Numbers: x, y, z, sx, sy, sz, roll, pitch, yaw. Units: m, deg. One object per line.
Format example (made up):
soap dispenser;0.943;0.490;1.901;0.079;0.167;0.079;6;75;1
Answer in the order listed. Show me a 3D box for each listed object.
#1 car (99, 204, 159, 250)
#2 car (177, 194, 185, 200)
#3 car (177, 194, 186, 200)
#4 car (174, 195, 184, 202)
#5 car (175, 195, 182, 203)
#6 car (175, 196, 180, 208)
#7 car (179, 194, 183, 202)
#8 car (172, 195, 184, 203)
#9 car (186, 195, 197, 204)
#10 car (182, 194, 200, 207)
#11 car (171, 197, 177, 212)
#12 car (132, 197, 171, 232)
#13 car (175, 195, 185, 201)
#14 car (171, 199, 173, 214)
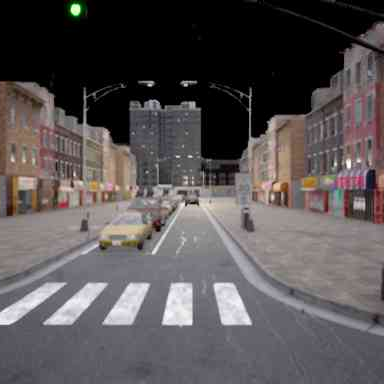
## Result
car;-2.640;1.461;14.081;1.752;1.417;4.829;0;0;0
car;-2.643;1.275;79.675;1.802;1.307;4.206;0;0;0
car;-2.644;1.239;85.127;1.947;1.339;4.313;0;0;0
car;-2.643;1.260;68.601;1.752;1.417;4.829;0;0;0
car;-2.641;1.399;41.511;1.947;1.339;4.313;0;0;0
car;-2.641;1.419;36.058;1.947;1.339;4.313;0;0;0
car;-2.642;1.364;46.963;2.008;1.369;4.403;0;0;0
car;-2.642;1.304;63.319;2.008;1.369;4.403;0;0;0
car;0.009;1.248;59.096;1.882;1.535;5.008;0;0;0
car;0.033;1.161;48.536;2.097;1.767;4.553;0;0;1
car;-2.641;1.399;30.437;1.752;1.417;4.829;0;0;0
car;-2.640;1.229;19.701;2.192;1.841;5.009;0;0;0
car;-2.643;1.280;74.224;1.947;1.339;4.313;0;0;0
car;-2.640;1.475;25.155;1.802;1.307;4.206;0;0;0
